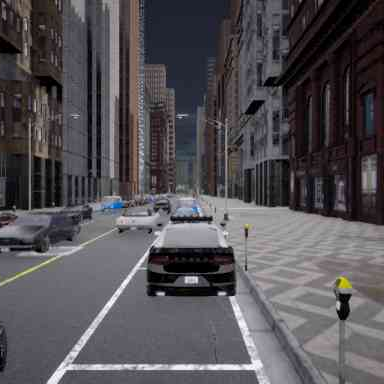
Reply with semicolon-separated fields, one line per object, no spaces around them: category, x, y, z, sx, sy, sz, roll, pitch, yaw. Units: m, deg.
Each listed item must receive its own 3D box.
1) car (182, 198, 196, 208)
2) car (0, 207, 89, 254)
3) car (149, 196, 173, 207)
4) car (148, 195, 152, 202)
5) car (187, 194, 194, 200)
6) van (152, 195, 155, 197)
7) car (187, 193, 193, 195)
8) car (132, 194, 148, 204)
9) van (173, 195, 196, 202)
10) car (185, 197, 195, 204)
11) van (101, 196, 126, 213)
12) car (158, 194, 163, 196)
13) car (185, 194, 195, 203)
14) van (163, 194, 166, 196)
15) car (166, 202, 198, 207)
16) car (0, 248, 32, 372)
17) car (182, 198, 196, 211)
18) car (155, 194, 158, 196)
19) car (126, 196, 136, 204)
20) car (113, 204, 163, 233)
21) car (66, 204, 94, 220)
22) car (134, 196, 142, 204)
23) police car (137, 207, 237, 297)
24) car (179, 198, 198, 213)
car;-0.385;1.570;48.280;2.008;1.369;4.403;0;0;0
car;-6.243;1.550;13.784;2.033;1.411;5.357;0;0;0
car;-3.145;1.517;35.778;1.837;1.490;4.892;0;0;0
car;-8.910;1.570;59.543;1.887;1.381;4.507;0;0;0
car;-0.386;1.484;93.370;1.967;1.590;4.097;0;0;0
van;-8.911;1.369;65.180;1.690;1.788;3.998;0;0;0
car;-0.386;1.465;59.552;1.967;1.590;4.097;0;0;0
car;-8.911;1.337;53.906;2.192;1.841;5.009;0;0;0
van;-0.386;1.348;25.735;1.690;1.788;3.998;0;0;0
car;-0.385;1.594;65.189;1.947;1.339;4.313;0;0;0
van;-8.911;1.354;36.996;1.690;1.788;3.998;0;0;0
car;-8.911;1.478;82.090;1.967;1.590;4.097;0;0;0
car;-0.386;1.346;70.826;2.192;1.841;5.009;0;0;0
van;-8.911;1.385;93.363;1.690;1.788;3.998;0;0;0
car;-0.385;1.530;20.269;1.752;1.417;4.829;0;0;0
car;-3.045;1.504;1.903;1.837;1.490;4.892;0;0;0
car;-0.385;1.541;42.814;1.752;1.417;4.829;0;0;0
car;-8.911;1.471;70.817;1.967;1.590;4.097;0;0;0
car;-8.910;1.582;42.633;1.947;1.339;4.313;0;0;0
car;-3.045;1.605;19.607;1.895;1.301;4.718;0;0;0
car;-8.910;1.573;25.722;1.947;1.339;4.313;0;0;0
car;-8.910;1.585;48.269;1.947;1.339;4.313;0;0;0
police car;-0.012;1.426;8.760;1.930;1.638;5.238;0;0;0
car;-0.386;1.453;37.008;1.967;1.590;4.097;0;0;0
